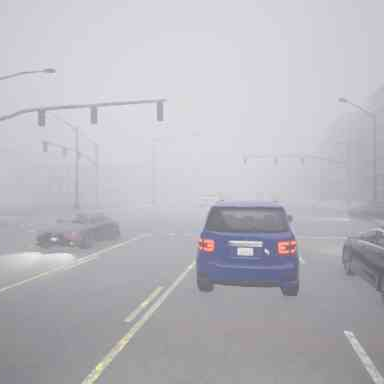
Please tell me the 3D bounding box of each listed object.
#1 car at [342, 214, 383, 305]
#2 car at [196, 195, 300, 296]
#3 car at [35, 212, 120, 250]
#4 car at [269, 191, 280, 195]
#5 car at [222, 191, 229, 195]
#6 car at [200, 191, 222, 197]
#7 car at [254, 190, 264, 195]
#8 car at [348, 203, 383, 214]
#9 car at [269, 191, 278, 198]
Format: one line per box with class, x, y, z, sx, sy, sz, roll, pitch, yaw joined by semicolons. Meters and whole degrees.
car;4.784;1.492;7.407;2.128;1.511;4.902;0;0;11
car;1.517;1.221;8.930;2.150;2.045;5.566;0;0;11
car;-4.706;1.564;14.273;1.994;1.385;4.181;0;0;12
car;18.451;0.909;73.338;2.128;1.511;4.902;0;1;11
car;4.547;0.926;57.667;2.150;2.045;5.566;0;1;11
car;2.515;1.079;47.481;2.150;2.045;5.566;0;1;11
car;15.302;0.904;75.471;1.994;1.385;4.181;0;1;11
car;14.894;1.549;26.707;4.181;1.385;1.994;1;0;6
car;20.757;0.552;84.975;2.097;1.767;4.553;0;1;11
